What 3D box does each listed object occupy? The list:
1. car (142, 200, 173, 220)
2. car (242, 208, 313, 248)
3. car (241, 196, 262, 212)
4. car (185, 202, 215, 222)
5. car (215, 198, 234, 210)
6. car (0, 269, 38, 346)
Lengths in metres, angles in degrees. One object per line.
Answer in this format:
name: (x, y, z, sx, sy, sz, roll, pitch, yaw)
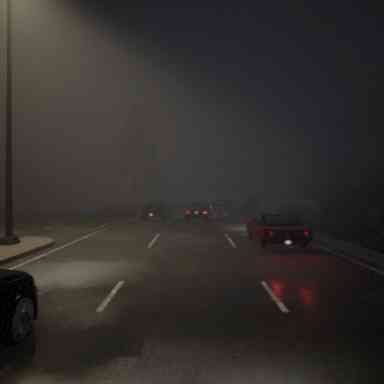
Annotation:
car: (-2.834, 1.463, 27.650, 1.837, 1.490, 4.892, 0, 0, 6)
car: (3.608, 1.578, 14.670, 1.895, 1.301, 4.718, 0, 0, 0)
car: (6.932, 1.293, 38.467, 2.097, 1.767, 4.553, 0, 0, 16)
car: (0.521, 1.507, 26.143, 2.033, 1.411, 5.357, 0, 0, 5)
car: (4.024, 1.428, 40.966, 2.128, 1.511, 4.902, 0, 0, 16)
car: (-3.400, 1.486, 3.447, 2.128, 1.511, 4.902, 0, 0, 0)
